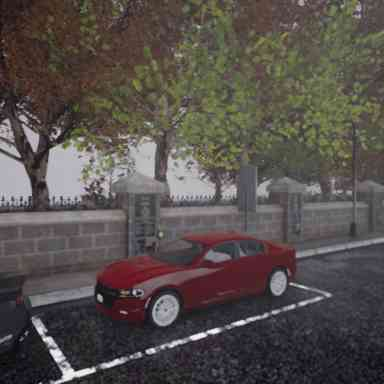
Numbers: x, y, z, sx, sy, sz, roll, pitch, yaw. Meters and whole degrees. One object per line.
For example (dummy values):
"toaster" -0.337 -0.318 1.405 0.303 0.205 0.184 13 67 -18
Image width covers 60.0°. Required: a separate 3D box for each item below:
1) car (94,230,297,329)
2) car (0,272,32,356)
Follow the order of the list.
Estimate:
"car" 0.281 1.536 6.906 4.507 1.381 1.887 0 0 -35
"car" -4.206 1.554 3.658 4.403 1.369 2.008 0 0 -35
